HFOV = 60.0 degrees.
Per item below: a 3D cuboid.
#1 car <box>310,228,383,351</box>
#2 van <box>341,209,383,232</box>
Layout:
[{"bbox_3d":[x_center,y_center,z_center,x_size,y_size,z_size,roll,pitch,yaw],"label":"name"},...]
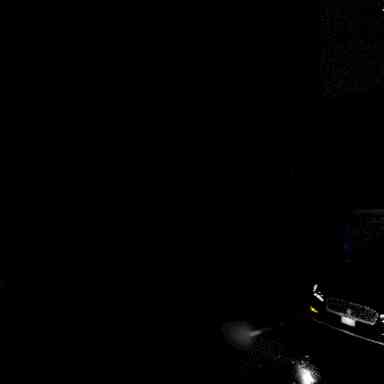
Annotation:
[{"bbox_3d":[4.146,1.560,6.028,4.892,1.490,1.837,1,0,-35],"label":"car"},{"bbox_3d":[6.518,1.434,10.861,3.998,1.788,1.690,1,0,-36],"label":"van"}]
